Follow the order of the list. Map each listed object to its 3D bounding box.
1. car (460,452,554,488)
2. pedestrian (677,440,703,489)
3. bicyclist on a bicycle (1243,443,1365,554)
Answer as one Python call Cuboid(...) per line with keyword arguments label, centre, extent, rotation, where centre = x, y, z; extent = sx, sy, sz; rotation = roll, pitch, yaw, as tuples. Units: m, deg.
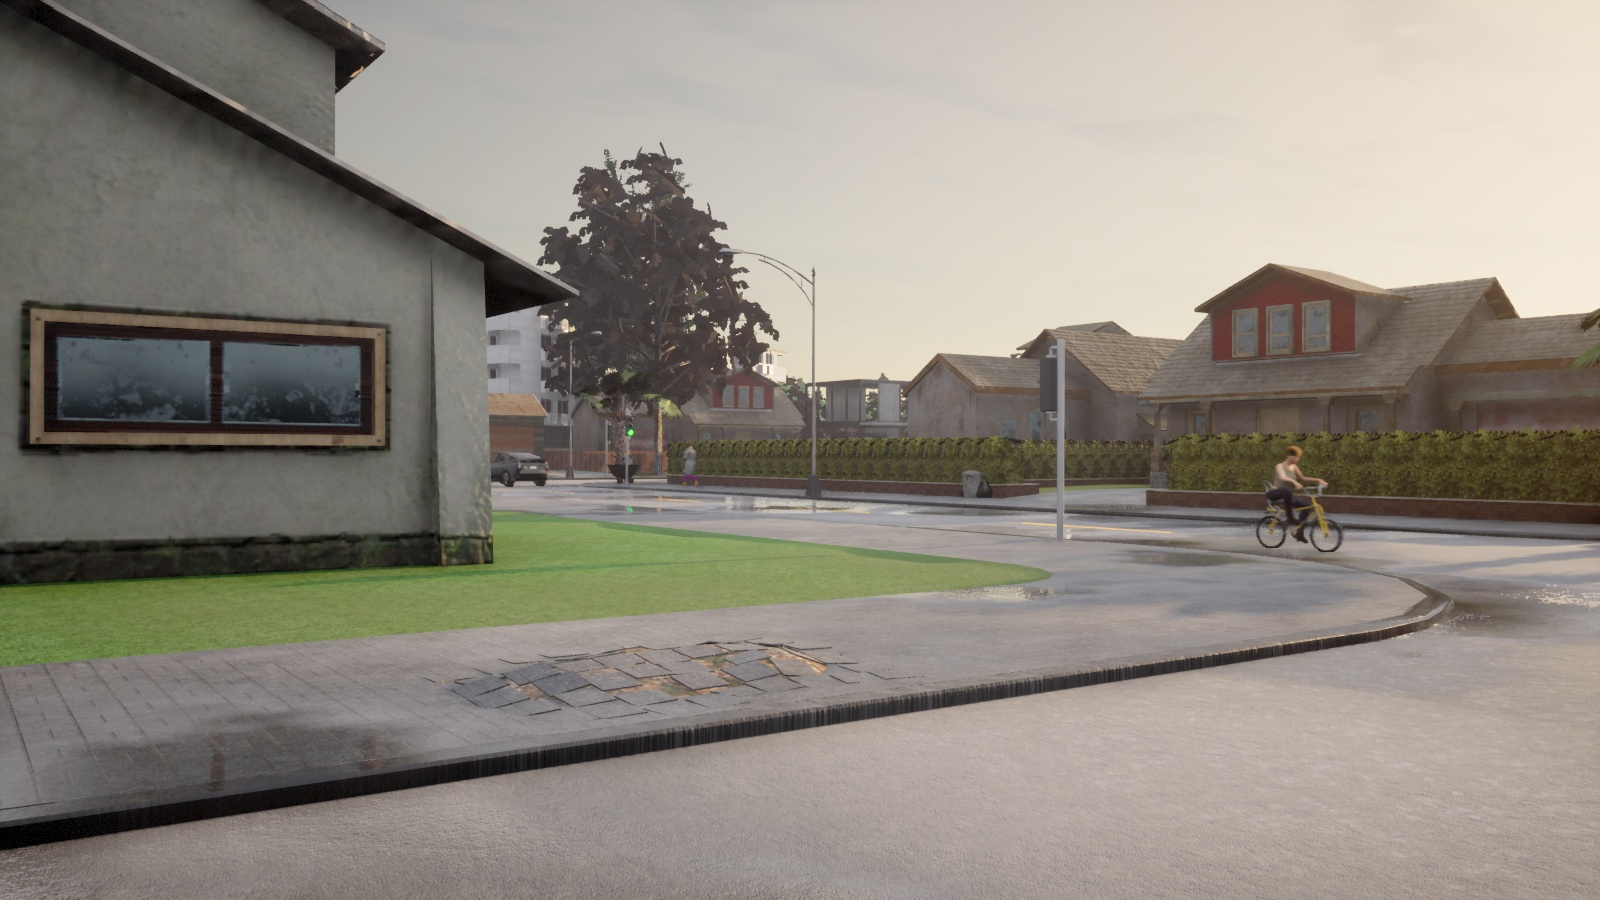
Cuboid(label="car", centre=(-12.889, 0.854, 55.133), extent=(2.007, 1.525, 4.514), rotation=(0, 0, -44))
Cuboid(label="pedestrian", centre=(-4.511, 0.590, 51.449), extent=(0.873, 1.952, 0.659), rotation=(0, 0, 25))
Cuboid(label="bicyclist on a bicycle", centre=(7.689, 0.712, 19.201), extent=(0.866, 1.612, 1.509), rotation=(0, 0, -34))
